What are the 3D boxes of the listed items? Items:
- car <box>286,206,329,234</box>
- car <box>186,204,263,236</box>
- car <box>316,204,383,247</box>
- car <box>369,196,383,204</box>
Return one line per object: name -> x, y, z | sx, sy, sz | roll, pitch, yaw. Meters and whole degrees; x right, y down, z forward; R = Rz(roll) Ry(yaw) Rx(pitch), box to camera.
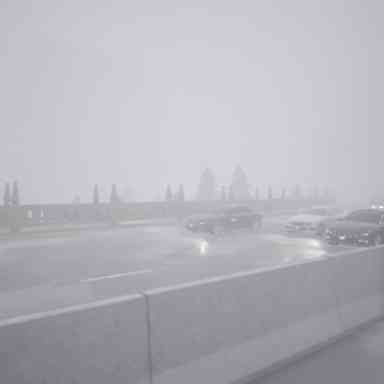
car -> 6.999, 1.477, 18.001 | 4.674, 1.442, 1.812 | 0, 0, -40
car -> 1.889, 1.468, 18.433 | 4.892, 1.490, 1.837 | 0, 0, -38
car -> 7.509, 1.462, 13.951 | 4.892, 1.490, 1.837 | 0, 0, -38
car -> 29.039, 1.330, 52.390 | 2.128, 1.511, 4.902 | 0, 0, 25
